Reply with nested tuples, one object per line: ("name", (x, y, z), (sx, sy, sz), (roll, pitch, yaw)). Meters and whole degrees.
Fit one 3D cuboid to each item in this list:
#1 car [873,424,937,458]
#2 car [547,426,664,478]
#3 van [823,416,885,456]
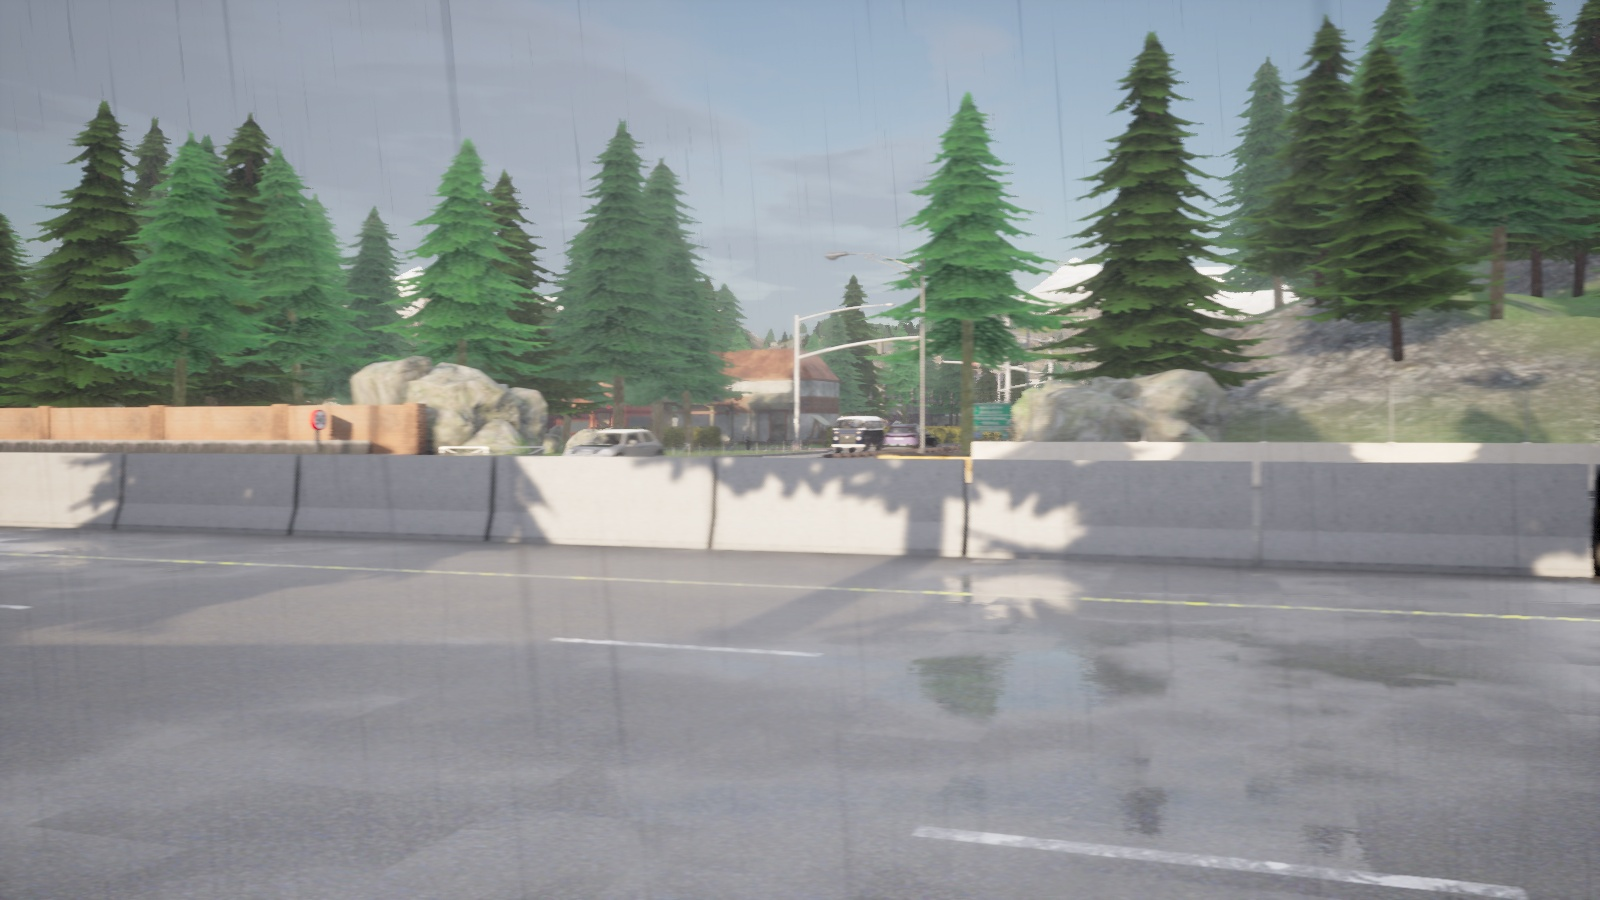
("car", (5.253, -0.468, 62.279), (2.033, 1.649, 4.856), (1, 1, 19))
("car", (-6.213, 0.023, 40.529), (1.970, 1.475, 3.806), (1, 3, 25))
("van", (2.888, -0.756, 66.130), (2.069, 2.038, 4.480), (1, 1, 19))
